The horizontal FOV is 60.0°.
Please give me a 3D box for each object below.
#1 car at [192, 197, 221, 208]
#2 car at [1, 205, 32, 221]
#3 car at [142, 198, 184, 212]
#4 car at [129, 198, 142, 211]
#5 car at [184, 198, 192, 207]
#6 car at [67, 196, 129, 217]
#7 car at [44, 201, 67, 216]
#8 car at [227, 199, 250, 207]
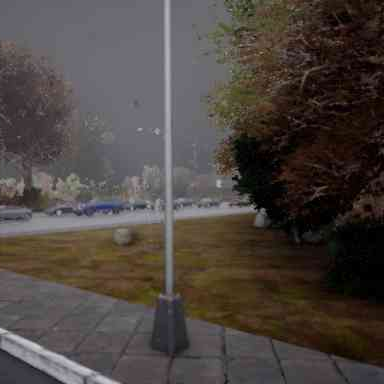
[{"bbox_3d":[2.611,1.625,50.979,1.837,1.490,4.892,-1,0,36],"label":"car"},{"bbox_3d":[-15.584,1.788,27.600,1.994,1.385,4.181,-1,0,39],"label":"car"},{"bbox_3d":[-3.650,1.530,42.703,2.097,1.767,4.553,-1,0,37],"label":"car"},{"bbox_3d":[-7.461,1.565,43.499,2.097,1.767,4.553,-1,0,38],"label":"car"},{"bbox_3d":[-1.419,1.665,51.427,1.837,1.490,4.892,-1,0,37],"label":"car"},{"bbox_3d":[-9.752,1.433,34.907,2.150,2.045,5.566,-1,0,39],"label":"car"},{"bbox_3d":[-13.449,1.747,35.884,1.837,1.490,4.892,-1,0,38],"label":"car"},{"bbox_3d":[7.361,1.671,51.416,1.895,1.301,4.718,-1,0,35],"label":"car"}]
